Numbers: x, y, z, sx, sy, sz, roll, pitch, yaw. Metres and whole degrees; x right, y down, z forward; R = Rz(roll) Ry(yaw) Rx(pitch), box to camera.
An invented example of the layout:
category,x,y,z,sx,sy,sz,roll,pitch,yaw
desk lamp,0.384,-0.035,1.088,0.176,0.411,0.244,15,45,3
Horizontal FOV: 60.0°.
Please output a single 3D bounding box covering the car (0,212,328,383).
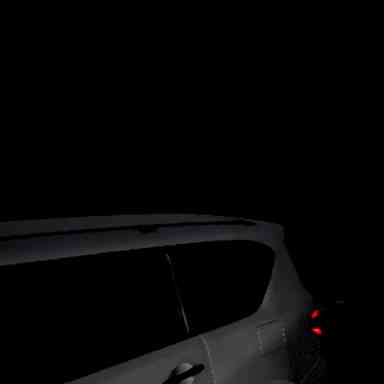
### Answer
category,x,y,z,sx,sy,sz,roll,pitch,yaw
car,-1.481,1.221,2.018,5.566,2.045,2.150,0,0,-36
